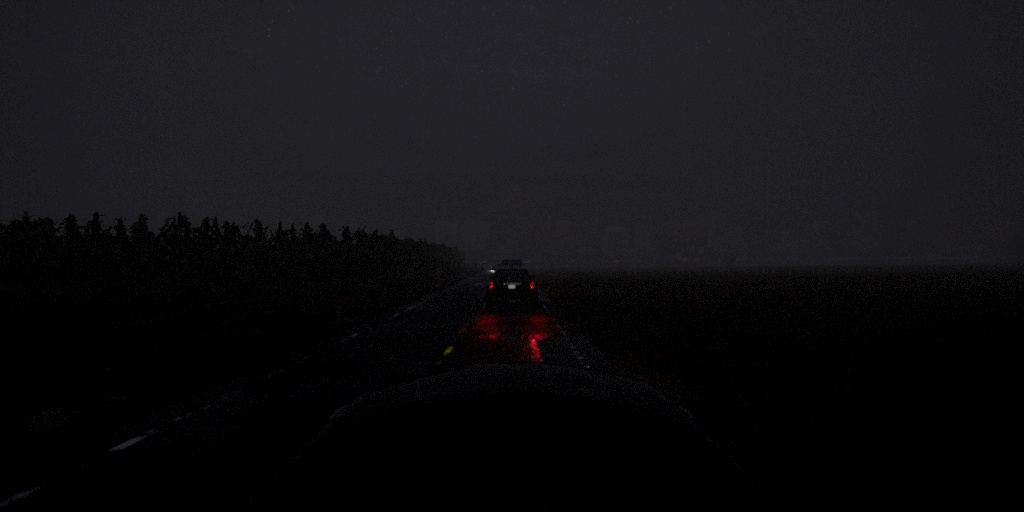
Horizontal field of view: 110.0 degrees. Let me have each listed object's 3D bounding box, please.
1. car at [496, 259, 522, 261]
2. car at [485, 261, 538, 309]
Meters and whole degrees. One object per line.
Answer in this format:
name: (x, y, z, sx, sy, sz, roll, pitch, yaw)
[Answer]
car: (-0.009, 1.249, 30.875, 2.150, 2.045, 5.566, 0, 0, 0)
car: (-0.003, 1.237, 15.941, 2.097, 1.767, 4.553, 0, -1, 0)
